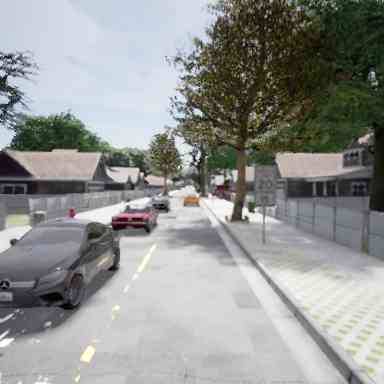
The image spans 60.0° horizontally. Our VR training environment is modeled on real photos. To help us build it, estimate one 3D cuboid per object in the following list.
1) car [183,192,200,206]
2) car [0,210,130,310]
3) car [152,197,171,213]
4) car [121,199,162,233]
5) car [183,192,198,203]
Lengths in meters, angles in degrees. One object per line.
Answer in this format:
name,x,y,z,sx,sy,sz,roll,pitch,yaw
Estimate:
car,-0.069,0.872,40.350,1.882,1.535,5.008,1,1,0
car,-2.934,1.385,7.667,1.812,1.442,4.674,1,1,2
car,-2.959,1.108,30.398,1.895,1.301,4.718,1,1,0
car,-2.916,1.303,17.752,1.895,1.301,4.718,1,1,0
car,-0.209,0.736,50.363,2.128,1.511,4.902,1,1,0
